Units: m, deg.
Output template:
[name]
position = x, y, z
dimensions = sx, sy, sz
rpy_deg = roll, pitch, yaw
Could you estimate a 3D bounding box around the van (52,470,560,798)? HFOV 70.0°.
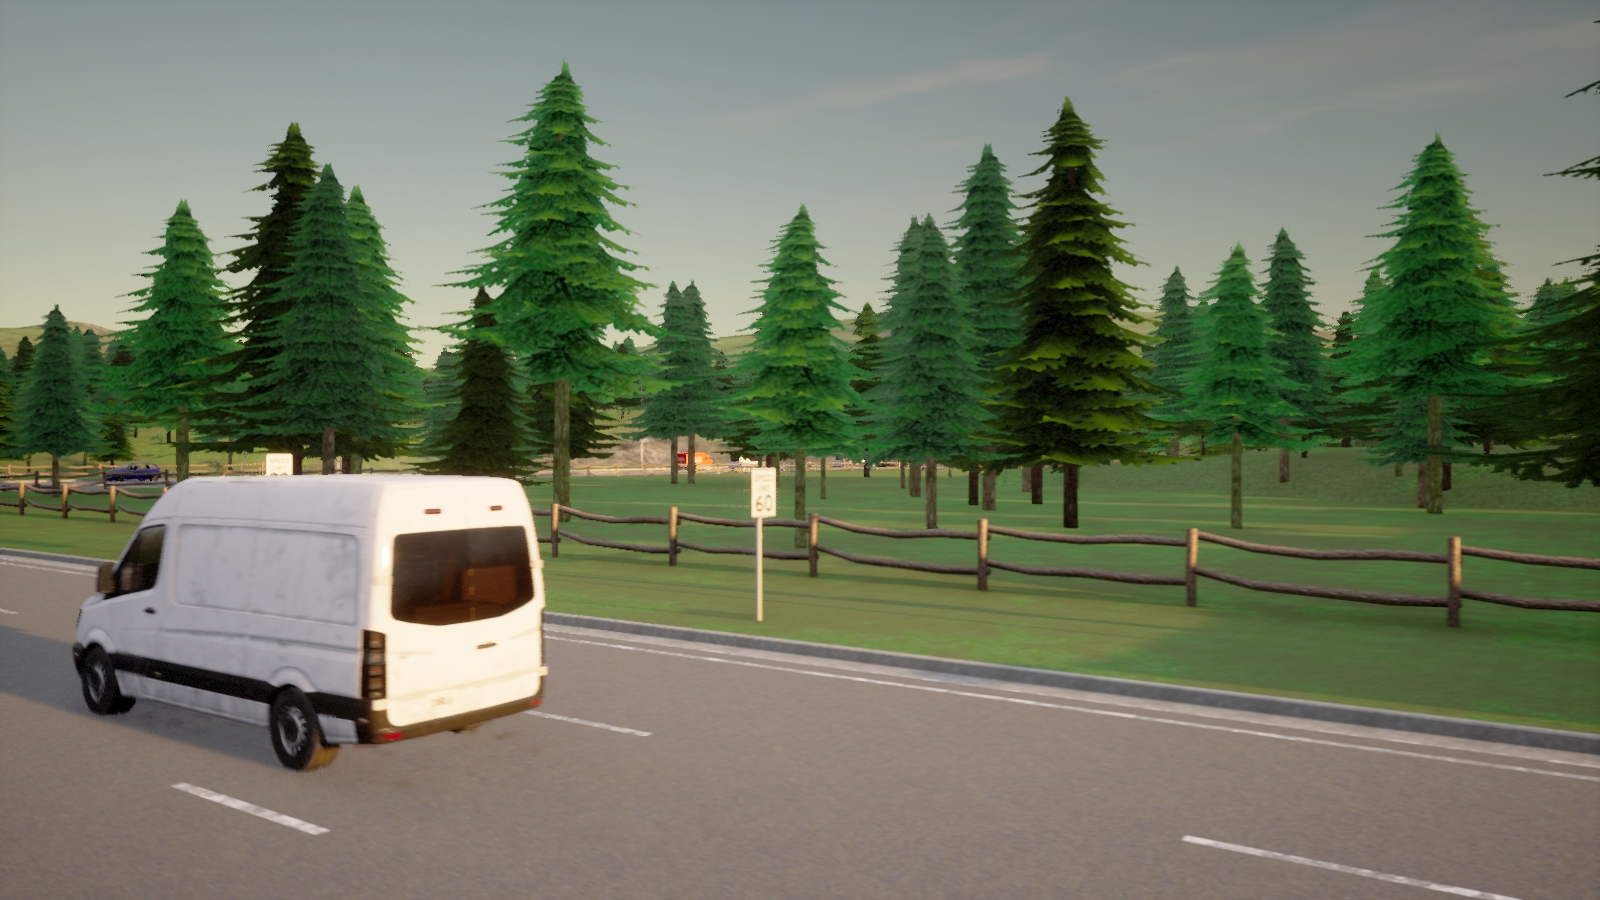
[van]
position = -5.281, 1.534, 11.760
dimensions = 5.915, 2.561, 1.988
rpy_deg = 0, 0, 35
